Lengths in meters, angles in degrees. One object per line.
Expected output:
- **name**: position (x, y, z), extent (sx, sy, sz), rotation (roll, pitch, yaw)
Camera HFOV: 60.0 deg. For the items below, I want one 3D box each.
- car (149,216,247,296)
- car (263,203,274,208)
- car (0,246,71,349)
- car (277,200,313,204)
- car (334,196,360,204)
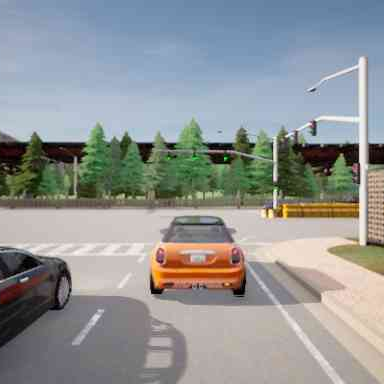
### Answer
- **car**: position (0.150, 1.412, 9.010), extent (2.097, 1.767, 4.553), rotation (0, 0, 1)
- **car**: position (11.636, 1.813, 43.174), extent (4.674, 1.442, 1.812), rotation (0, 0, -2)
- **car**: position (-3.399, 1.541, 4.976), extent (1.837, 1.490, 4.892), rotation (0, 0, 0)
- **car**: position (11.960, 1.842, 36.145), extent (4.718, 1.301, 1.895), rotation (0, 0, -3)
- **car**: position (21.336, 1.511, 43.473), extent (5.566, 2.045, 2.150), rotation (0, 0, -2)
